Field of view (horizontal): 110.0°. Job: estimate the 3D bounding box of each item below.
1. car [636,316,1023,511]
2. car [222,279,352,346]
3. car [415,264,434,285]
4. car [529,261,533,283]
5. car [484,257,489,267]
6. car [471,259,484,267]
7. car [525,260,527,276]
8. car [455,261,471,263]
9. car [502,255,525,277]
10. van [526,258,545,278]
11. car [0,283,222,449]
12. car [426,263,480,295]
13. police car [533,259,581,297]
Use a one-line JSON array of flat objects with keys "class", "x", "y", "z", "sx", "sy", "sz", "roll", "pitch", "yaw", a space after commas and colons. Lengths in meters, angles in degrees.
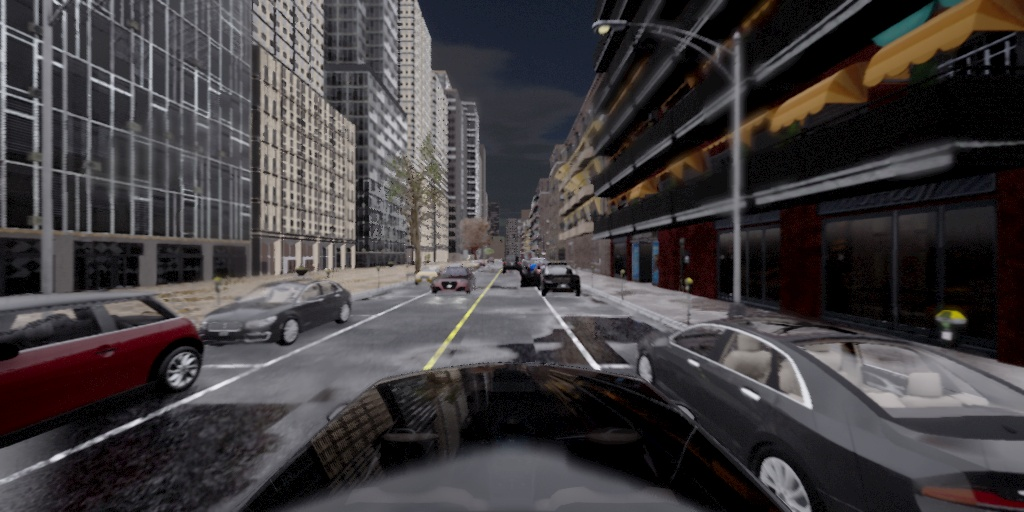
[{"class": "car", "x": 2.689, "y": 1.298, "z": 3.730, "sx": 2.007, "sy": 1.370, "sz": 4.403, "roll": 0, "pitch": 0, "yaw": 0}, {"class": "car", "x": -5.692, "y": 1.293, "z": 9.262, "sx": 2.007, "sy": 1.370, "sz": 4.403, "roll": 0, "pitch": 0, "yaw": 0}, {"class": "car", "x": -5.691, "y": 1.257, "z": 25.690, "sx": 1.751, "sy": 1.417, "sz": 4.829, "roll": 0, "pitch": 0, "yaw": 0}, {"class": "car", "x": 2.690, "y": 1.312, "z": 31.392, "sx": 1.802, "sy": 1.307, "sz": 4.207, "roll": 0, "pitch": 0, "yaw": 0}, {"class": "car", "x": -5.689, "y": 1.271, "z": 64.589, "sx": 1.888, "sy": 1.381, "sz": 4.507, "roll": 0, "pitch": 0, "yaw": 0}, {"class": "car", "x": -5.689, "y": 1.251, "z": 53.353, "sx": 1.751, "sy": 1.417, "sz": 4.829, "roll": 0, "pitch": 0, "yaw": 0}, {"class": "car", "x": 2.690, "y": 1.167, "z": 42.457, "sx": 1.967, "sy": 1.591, "sz": 4.097, "roll": 0, "pitch": 0, "yaw": 0}, {"class": "car", "x": -5.690, "y": 1.310, "z": 36.926, "sx": 1.802, "sy": 1.307, "sz": 4.207, "roll": 0, "pitch": 0, "yaw": 0}, {"class": "car", "x": 0.027, "y": 0.951, "z": 41.164, "sx": 2.150, "sy": 2.045, "sz": 5.566, "roll": 0, "pitch": 0, "yaw": 0}, {"class": "van", "x": 2.690, "y": 1.069, "z": 36.924, "sx": 1.690, "sy": 1.789, "sz": 3.998, "roll": 0, "pitch": 0, "yaw": 0}, {"class": "car", "x": -5.692, "y": 1.188, "z": 3.731, "sx": 1.967, "sy": 1.591, "sz": 4.097, "roll": 0, "pitch": 0, "yaw": 0}, {"class": "car", "x": -3.098, "y": 1.299, "z": 19.723, "sx": 1.994, "sy": 1.385, "sz": 4.181, "roll": 0, "pitch": 0, "yaw": 0}, {"class": "police car", "x": 2.367, "y": 1.160, "z": 19.106, "sx": 1.930, "sy": 1.638, "sz": 5.238, "roll": 0, "pitch": 0, "yaw": 0}]
